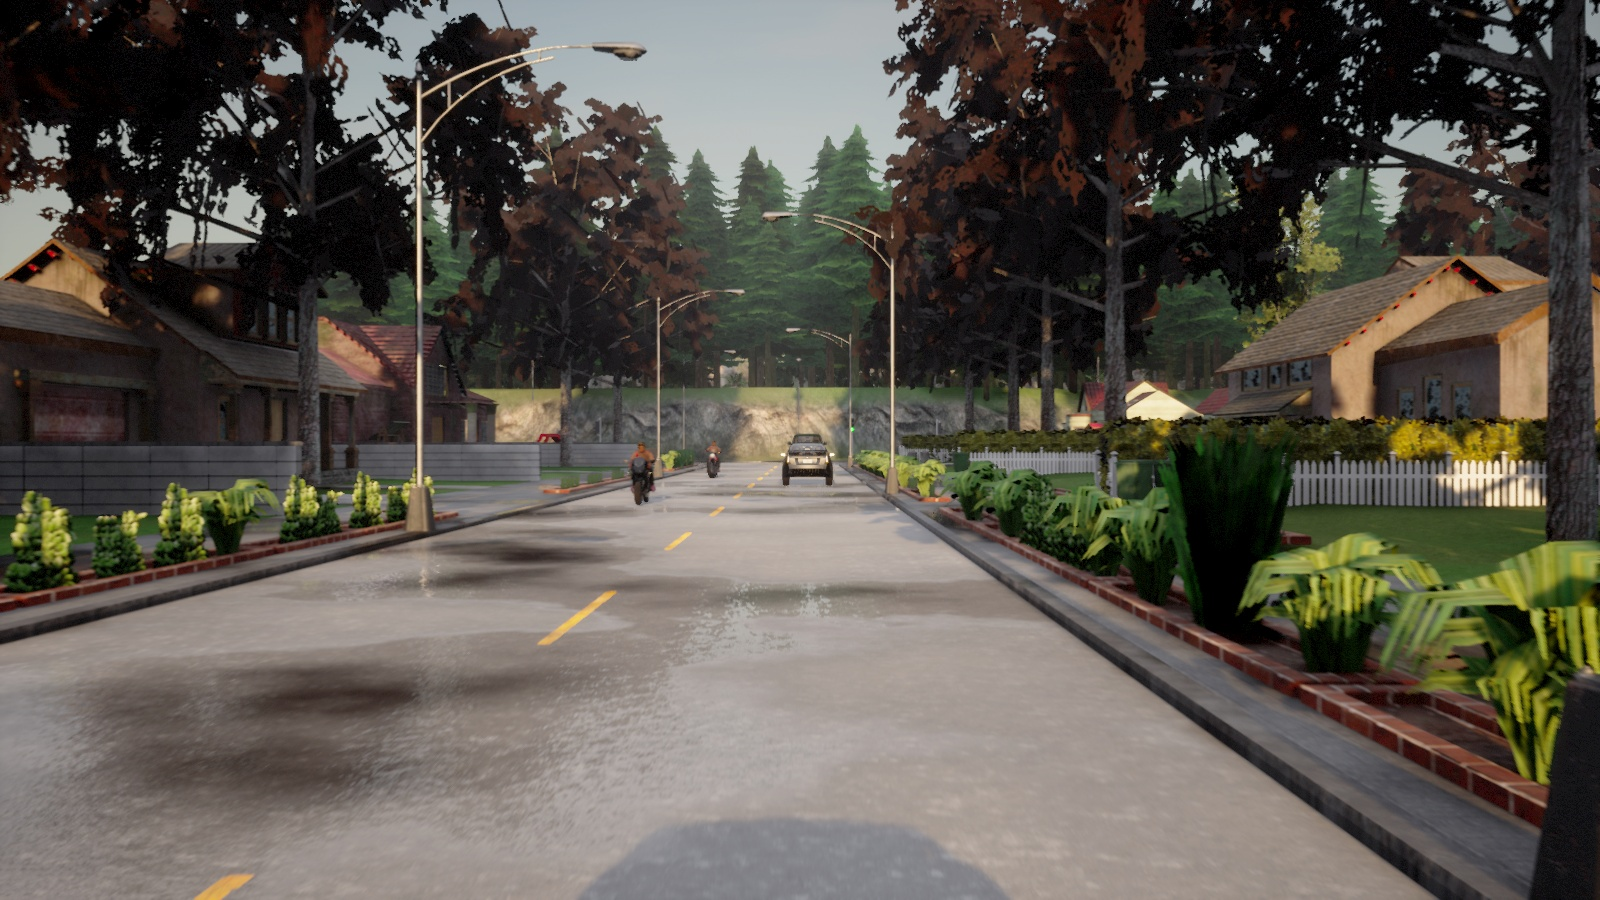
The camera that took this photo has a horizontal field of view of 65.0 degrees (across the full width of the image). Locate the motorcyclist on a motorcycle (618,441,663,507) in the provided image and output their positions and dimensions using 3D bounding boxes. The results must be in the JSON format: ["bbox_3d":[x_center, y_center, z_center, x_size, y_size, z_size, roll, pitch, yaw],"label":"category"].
[{"bbox_3d":[-3.813,0.555,30.189,0.797,1.523,2.044,0,0,0],"label":"motorcyclist on a motorcycle"}]

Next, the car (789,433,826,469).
[{"bbox_3d":[0.444,0.041,75.373,2.150,2.045,5.566,0,0,0],"label":"car"}]

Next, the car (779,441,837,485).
[{"bbox_3d":[0.276,0.436,45.761,2.007,1.525,4.514,0,0,0],"label":"car"}]

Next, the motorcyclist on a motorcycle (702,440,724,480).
[{"bbox_3d":[-3.682,0.394,53.203,0.766,1.649,2.350,0,0,0],"label":"motorcyclist on a motorcycle"}]
